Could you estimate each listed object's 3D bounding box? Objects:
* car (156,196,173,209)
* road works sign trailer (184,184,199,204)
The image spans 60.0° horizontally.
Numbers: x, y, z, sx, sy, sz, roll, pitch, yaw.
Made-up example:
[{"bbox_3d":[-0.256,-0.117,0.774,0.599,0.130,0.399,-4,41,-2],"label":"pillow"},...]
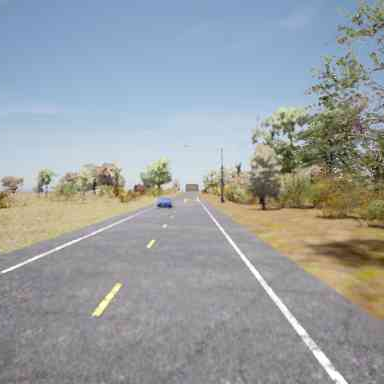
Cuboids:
[{"bbox_3d":[-3.591,1.352,44.146,1.882,1.535,5.008,0,0,0],"label":"car"},{"bbox_3d":[-0.006,0.279,60.168,2.380,3.560,2.880,0,0,0],"label":"road works sign trailer"}]
